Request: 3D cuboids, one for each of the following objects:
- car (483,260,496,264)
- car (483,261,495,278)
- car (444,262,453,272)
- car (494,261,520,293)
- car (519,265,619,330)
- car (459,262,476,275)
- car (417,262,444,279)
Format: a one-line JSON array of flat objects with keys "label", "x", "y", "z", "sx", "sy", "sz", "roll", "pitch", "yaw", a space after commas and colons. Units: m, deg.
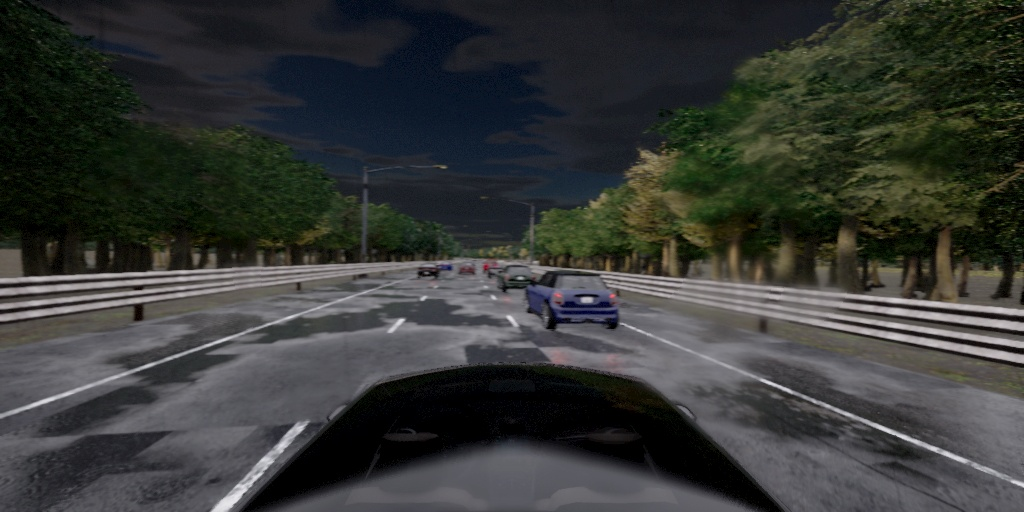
[{"label": "car", "x": -3.213, "y": 1.571, "z": 53.804, "sx": 2.150, "sy": 2.045, "sz": 5.566, "roll": 1, "pitch": -1, "yaw": -6}, {"label": "car", "x": -1.756, "y": 1.688, "z": 39.833, "sx": 2.128, "sy": 1.511, "sz": 4.902, "roll": 1, "pitch": -1, "yaw": -6}, {"label": "car", "x": -10.497, "y": 1.701, "z": 57.494, "sx": 1.882, "sy": 1.535, "sz": 5.008, "roll": 1, "pitch": -1, "yaw": -5}, {"label": "car", "x": 0.229, "y": 1.365, "z": 23.356, "sx": 2.097, "sy": 1.767, "sz": 4.553, "roll": 1, "pitch": -1, "yaw": -7}, {"label": "car", "x": 1.762, "y": 1.257, "z": 11.961, "sx": 2.097, "sy": 1.767, "sz": 4.553, "roll": 1, "pitch": -1, "yaw": -8}, {"label": "car", "x": -5.945, "y": 1.549, "z": 47.240, "sx": 2.097, "sy": 1.767, "sz": 4.553, "roll": 1, "pitch": -1, "yaw": -7}, {"label": "car", "x": -8.271, "y": 1.467, "z": 36.040, "sx": 1.882, "sy": 1.535, "sz": 5.008, "roll": 1, "pitch": -1, "yaw": -6}]
